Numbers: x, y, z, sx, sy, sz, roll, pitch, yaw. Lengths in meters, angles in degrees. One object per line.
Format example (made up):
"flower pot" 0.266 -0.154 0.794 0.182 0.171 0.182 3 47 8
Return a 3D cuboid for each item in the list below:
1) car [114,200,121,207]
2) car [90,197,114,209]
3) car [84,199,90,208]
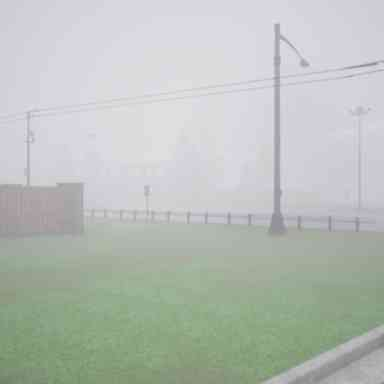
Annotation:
"car" -12.960 1.510 49.930 4.902 1.511 2.128 0 0 29
"car" -13.666 1.616 46.311 4.718 1.301 1.895 0 0 29
"car" -16.147 1.538 43.700 4.674 1.442 1.812 0 0 29
